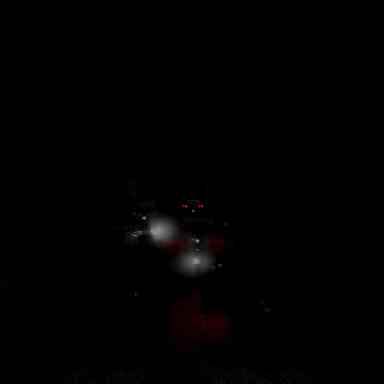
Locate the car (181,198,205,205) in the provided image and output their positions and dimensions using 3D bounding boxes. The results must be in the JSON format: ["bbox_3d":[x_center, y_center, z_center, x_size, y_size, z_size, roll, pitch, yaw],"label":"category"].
[{"bbox_3d":[0.097,1.187,26.976,1.812,1.442,4.674,0,1,0],"label":"car"}]

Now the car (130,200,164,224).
[{"bbox_3d":[-2.838,1.250,22.090,1.812,1.442,4.674,0,1,0],"label":"car"}]

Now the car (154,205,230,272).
[{"bbox_3d":[0.090,1.378,10.360,1.837,1.490,4.892,0,1,0],"label":"car"}]
